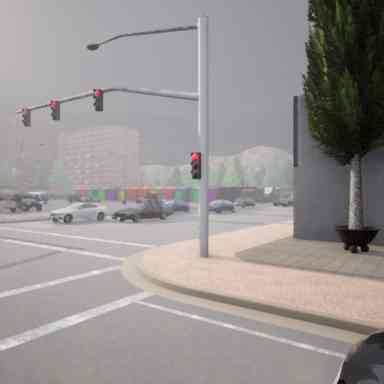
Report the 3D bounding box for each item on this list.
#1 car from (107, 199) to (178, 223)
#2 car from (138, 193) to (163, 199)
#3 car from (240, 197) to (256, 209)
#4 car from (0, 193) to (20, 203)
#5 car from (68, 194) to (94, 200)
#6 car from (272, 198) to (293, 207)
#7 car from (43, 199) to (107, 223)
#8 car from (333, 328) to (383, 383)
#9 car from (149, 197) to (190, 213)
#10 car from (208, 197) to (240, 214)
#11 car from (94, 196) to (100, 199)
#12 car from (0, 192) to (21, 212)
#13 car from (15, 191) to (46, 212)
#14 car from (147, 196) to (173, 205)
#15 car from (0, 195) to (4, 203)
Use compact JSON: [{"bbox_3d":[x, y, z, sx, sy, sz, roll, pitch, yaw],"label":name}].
[{"bbox_3d":[-3.750,1.545,26.310,2.033,1.411,5.357,0,0,36],"label":"car"},{"bbox_3d":[-6.965,1.152,52.549,3.866,1.878,1.905,0,0,35],"label":"car"},{"bbox_3d":[7.255,1.489,46.934,2.128,1.511,4.902,0,0,37],"label":"car"},{"bbox_3d":[-36.798,1.144,66.784,4.605,1.855,1.932,0,0,35],"label":"car"},{"bbox_3d":[-21.292,1.146,62.635,4.605,1.855,1.932,0,0,35],"label":"car"},{"bbox_3d":[13.978,1.545,50.015,2.033,1.411,5.357,0,0,37],"label":"car"},{"bbox_3d":[-8.589,1.523,25.573,1.812,1.442,4.674,0,0,38],"label":"car"},{"bbox_3d":[3.319,1.492,1.598,4.902,1.511,2.128,0,0,36],"label":"car"},{"bbox_3d":[-2.005,1.523,34.529,1.812,1.442,4.674,0,0,37],"label":"car"},{"bbox_3d":[2.914,1.523,35.276,1.812,1.442,4.674,0,0,37],"label":"car"},{"bbox_3d":[-19.569,1.357,64.964,3.905,1.438,1.784,0,0,35],"label":"car"},{"bbox_3d":[-19.964,1.149,34.162,4.605,1.855,1.932,0,0,35],"label":"car"},{"bbox_3d":[-18.250,1.152,36.495,3.866,1.878,1.905,0,0,35],"label":"car"},{"bbox_3d":[-5.287,1.391,54.909,3.806,1.475,1.970,0,0,35],"label":"car"},{"bbox_3d":[-38.304,1.355,64.563,3.905,1.438,1.784,0,0,35],"label":"car"}]
